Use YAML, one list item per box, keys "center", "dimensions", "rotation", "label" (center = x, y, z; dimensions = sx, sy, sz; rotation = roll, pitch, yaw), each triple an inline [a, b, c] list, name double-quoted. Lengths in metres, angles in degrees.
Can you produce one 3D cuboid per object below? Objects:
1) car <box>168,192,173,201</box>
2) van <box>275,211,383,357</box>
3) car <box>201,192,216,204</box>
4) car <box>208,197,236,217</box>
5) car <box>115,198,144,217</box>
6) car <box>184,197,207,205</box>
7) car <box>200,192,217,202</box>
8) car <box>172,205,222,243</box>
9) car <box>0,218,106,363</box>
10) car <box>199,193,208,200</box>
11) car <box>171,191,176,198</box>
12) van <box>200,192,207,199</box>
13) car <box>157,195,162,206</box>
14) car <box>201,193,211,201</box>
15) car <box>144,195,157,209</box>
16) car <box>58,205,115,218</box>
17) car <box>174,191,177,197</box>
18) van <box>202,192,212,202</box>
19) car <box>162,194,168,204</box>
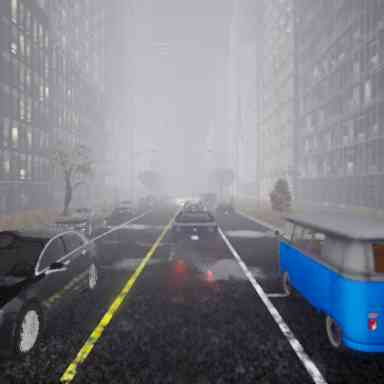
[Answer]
- center: [-5.586, 1.162, 68.356]
  dimensions: [1.947, 1.339, 4.313]
  rotation: [-1, 0, 0]
  label: "car"
- center: [2.690, 1.307, 5.821]
  dimensions: [1.690, 1.788, 3.998]
  rotation: [-1, 0, 0]
  label: "van"
- center: [2.774, 0.979, 56.974]
  dimensions: [2.192, 1.841, 5.009]
  rotation: [-1, 0, 0]
  label: "car"
- center: [2.730, 1.383, 28.556]
  dimensions: [2.008, 1.369, 4.403]
  rotation: [-1, 0, 0]
  label: "car"
- center: [-5.651, 1.383, 28.570]
  dimensions: [2.008, 1.369, 4.403]
  rotation: [-1, 0, 0]
  label: "car"
- center: [0.156, 1.409, 32.558]
  dimensions: [1.895, 1.301, 4.718]
  rotation: [0, 0, 0]
  label: "car"
- center: [2.765, 1.013, 51.290]
  dimensions: [2.192, 1.841, 5.009]
  rotation: [-1, 0, 0]
  label: "car"
- center: [0.124, 1.510, 15.433]
  dimensions: [1.895, 1.301, 4.718]
  rotation: [0, 0, 0]
  label: "car"
- center: [-3.090, 1.469, 5.960]
  dimensions: [1.837, 1.490, 4.892]
  rotation: [0, 0, 0]
  label: "car"
- center: [2.813, 0.968, 79.708]
  dimensions: [1.967, 1.590, 4.097]
  rotation: [-1, 0, 0]
  label: "car"
- center: [-5.567, 1.079, 79.723]
  dimensions: [2.008, 1.369, 4.403]
  rotation: [-1, 0, 0]
  label: "car"
- center: [2.821, 0.834, 85.390]
  dimensions: [1.690, 1.788, 3.998]
  rotation: [-1, 0, 0]
  label: "van"
- center: [-5.624, 1.172, 45.620]
  dimensions: [1.967, 1.590, 4.097]
  rotation: [-1, 0, 0]
  label: "car"
- center: [2.794, 1.037, 68.341]
  dimensions: [1.967, 1.590, 4.097]
  rotation: [-1, 0, 0]
  label: "car"
- center: [-5.632, 1.347, 39.937]
  dimensions: [1.802, 1.307, 4.206]
  rotation: [-1, 0, 0]
  label: "car"
- center: [-5.670, 1.450, 17.204]
  dimensions: [2.008, 1.369, 4.403]
  rotation: [-1, 0, 0]
  label: "car"
- center: [-5.548, 0.899, 91.089]
  dimensions: [1.967, 1.590, 4.097]
  rotation: [-1, 0, 0]
  label: "car"
- center: [2.784, 0.972, 62.657]
  dimensions: [1.690, 1.788, 3.998]
  rotation: [-1, 0, 0]
  label: "van"
- center: [-5.604, 1.191, 56.818]
  dimensions: [1.752, 1.417, 4.829]
  rotation: [-1, 0, 0]
  label: "car"
